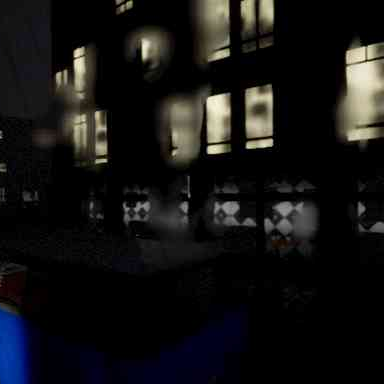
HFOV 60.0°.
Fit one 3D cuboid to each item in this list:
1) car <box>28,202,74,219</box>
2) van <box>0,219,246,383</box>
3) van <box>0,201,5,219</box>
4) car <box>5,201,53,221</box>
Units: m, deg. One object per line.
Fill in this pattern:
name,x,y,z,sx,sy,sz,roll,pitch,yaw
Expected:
car,-14.910,1.877,35.277,1.967,1.590,4.097,-1,-1,35
van,-1.375,1.375,3.818,3.998,1.788,1.690,-1,-1,35
van,-18.107,1.759,30.772,1.690,1.788,3.998,-1,-1,35
car,-11.271,1.606,25.928,2.192,1.841,5.009,-1,-1,35
